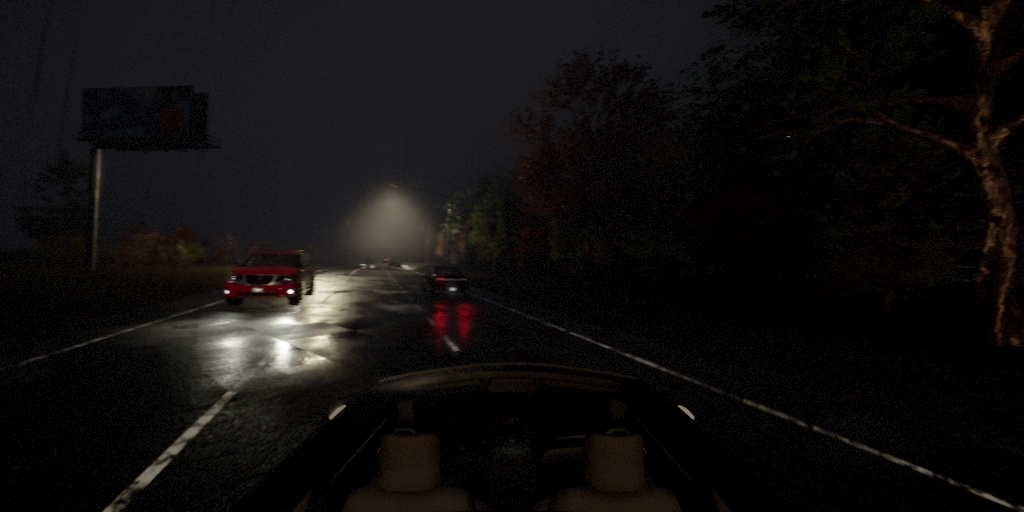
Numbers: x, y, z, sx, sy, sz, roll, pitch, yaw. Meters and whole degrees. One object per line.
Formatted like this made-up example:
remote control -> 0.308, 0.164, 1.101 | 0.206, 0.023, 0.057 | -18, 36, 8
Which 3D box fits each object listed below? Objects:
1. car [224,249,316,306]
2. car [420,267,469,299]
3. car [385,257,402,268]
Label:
car -> -9.422, 0.765, 14.483 | 2.150, 2.045, 5.566 | 2, -1, -21
car -> -3.606, 1.300, 18.732 | 2.128, 1.511, 4.902 | 2, -1, -21
car -> -18.716, 1.144, 57.282 | 1.882, 1.535, 5.008 | 2, -1, -21
